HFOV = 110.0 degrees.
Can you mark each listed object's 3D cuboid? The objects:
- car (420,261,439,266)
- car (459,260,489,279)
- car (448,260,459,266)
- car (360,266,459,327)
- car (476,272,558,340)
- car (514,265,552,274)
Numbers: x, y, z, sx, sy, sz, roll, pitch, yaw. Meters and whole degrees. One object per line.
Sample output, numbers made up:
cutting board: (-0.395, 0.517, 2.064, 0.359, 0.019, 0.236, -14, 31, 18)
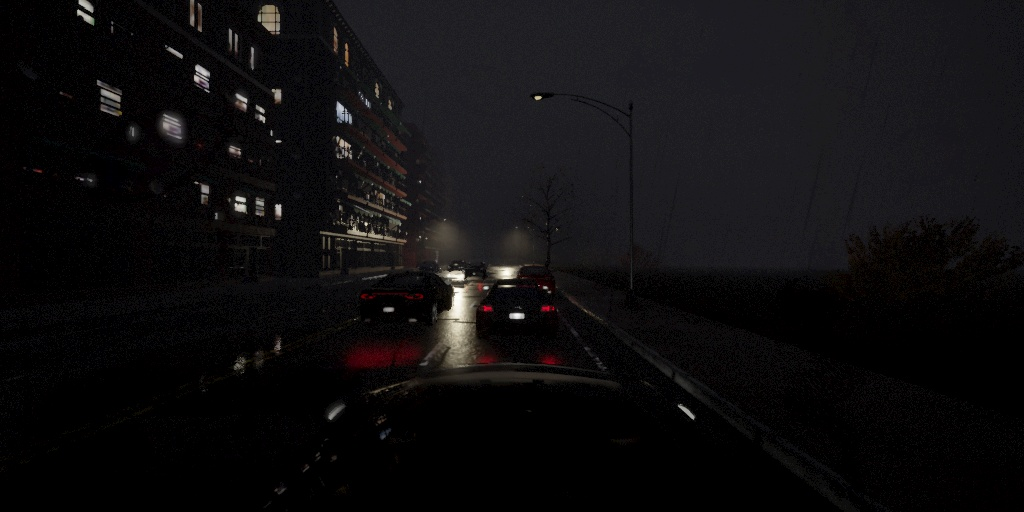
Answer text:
car: (-9.819, 1.277, 42.368, 1.812, 1.442, 4.674, 0, 0, 0)
car: (-3.127, 1.245, 32.043, 2.128, 1.511, 4.902, 0, 0, 0)
car: (-6.568, 1.256, 43.490, 1.837, 1.490, 4.892, 0, 0, 0)
car: (-3.145, 1.229, 11.621, 1.882, 1.535, 5.008, 0, 0, 0)
car: (0.107, 1.315, 10.040, 1.994, 1.385, 4.181, 0, 0, 0)
car: (1.149, 1.230, 18.960, 1.882, 1.535, 5.008, 0, 0, 0)
